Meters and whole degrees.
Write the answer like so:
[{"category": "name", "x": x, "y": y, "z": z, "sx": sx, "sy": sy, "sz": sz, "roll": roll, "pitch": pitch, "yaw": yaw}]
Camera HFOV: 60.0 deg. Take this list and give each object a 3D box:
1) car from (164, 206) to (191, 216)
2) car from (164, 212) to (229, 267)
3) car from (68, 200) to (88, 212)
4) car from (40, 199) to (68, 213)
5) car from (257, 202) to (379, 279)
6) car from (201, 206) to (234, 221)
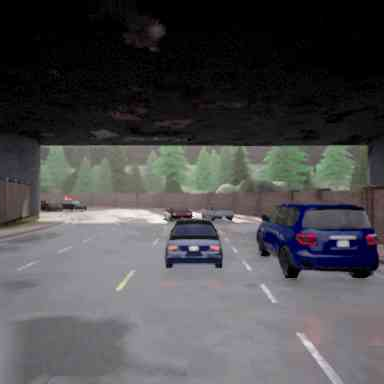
[{"category": "car", "x": -1.381, "y": 1.887, "z": 29.981, "sx": 1.895, "sy": 1.301, "sz": 4.718, "roll": 0, "pitch": -1, "yaw": -13}, {"category": "car", "x": 0.069, "y": 1.662, "z": 11.874, "sx": 2.033, "sy": 1.411, "sz": 5.357, "roll": 0, "pitch": -1, "yaw": 0}, {"category": "car", "x": -16.724, "y": 1.923, "z": 46.721, "sx": 5.008, "sy": 1.535, "sz": 1.882, "roll": 0, "pitch": -1, "yaw": 36}, {"category": "car", "x": -19.047, "y": 1.773, "z": 44.064, "sx": 4.553, "sy": 1.767, "sz": 2.097, "roll": 0, "pitch": -1, "yaw": 35}, {"category": "car", "x": 3.564, "y": 1.325, "z": 10.509, "sx": 2.150, "sy": 2.045, "sz": 5.566, "roll": 0, "pitch": 0, "yaw": 0}, {"category": "car", "x": 2.169, "y": 1.887, "z": 29.977, "sx": 1.895, "sy": 1.301, "sz": 4.718, "roll": 0, "pitch": -1, "yaw": -13}]
